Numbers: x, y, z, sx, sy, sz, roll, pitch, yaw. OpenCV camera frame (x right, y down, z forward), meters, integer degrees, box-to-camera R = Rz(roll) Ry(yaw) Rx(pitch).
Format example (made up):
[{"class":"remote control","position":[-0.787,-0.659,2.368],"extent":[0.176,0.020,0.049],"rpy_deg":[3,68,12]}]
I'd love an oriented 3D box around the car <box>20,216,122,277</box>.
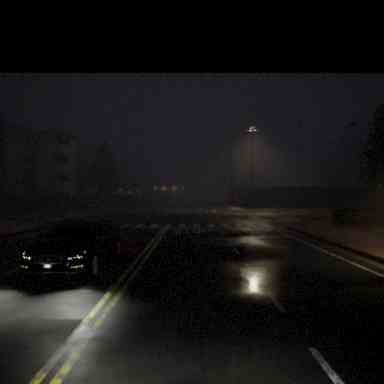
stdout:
[{"class":"car","position":[-3.506,1.579,10.506],"extent":[1.837,1.490,4.892],"rpy_deg":[0,-1,0]}]
